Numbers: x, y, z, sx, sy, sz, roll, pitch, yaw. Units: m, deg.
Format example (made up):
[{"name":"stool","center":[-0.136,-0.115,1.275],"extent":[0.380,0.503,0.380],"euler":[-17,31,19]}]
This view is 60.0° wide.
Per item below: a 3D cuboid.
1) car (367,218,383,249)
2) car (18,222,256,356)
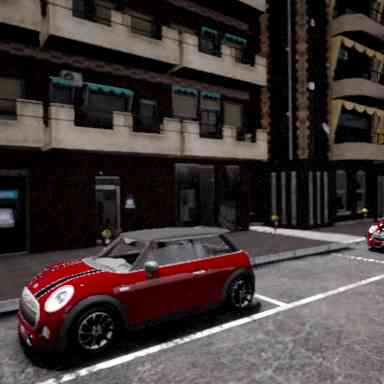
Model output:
[{"name":"car","center":[8.410,1.336,12.576],"extent":[4.097,1.590,1.967],"euler":[-1,0,-35]},{"name":"car","center":[-0.822,1.420,5.966],"extent":[4.097,1.590,1.967],"euler":[-1,0,-35]}]
